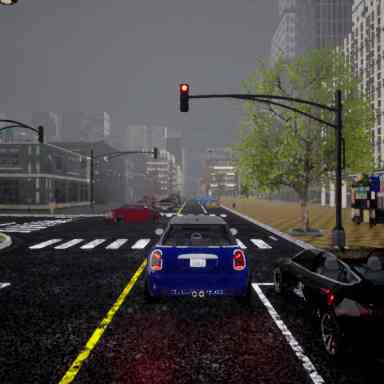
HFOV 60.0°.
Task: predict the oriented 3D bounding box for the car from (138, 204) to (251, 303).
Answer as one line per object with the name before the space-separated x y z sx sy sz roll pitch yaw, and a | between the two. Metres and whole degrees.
car | 0.111 1.352 8.372 2.097 1.767 4.553 0 0 0

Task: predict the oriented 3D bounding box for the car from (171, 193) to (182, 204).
car | -2.992 1.226 59.008 2.150 2.045 5.566 0 0 1

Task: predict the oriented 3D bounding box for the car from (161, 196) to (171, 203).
car | -5.592 1.532 71.327 1.752 1.417 4.829 0 0 0

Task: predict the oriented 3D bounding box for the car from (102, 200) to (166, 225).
car | -4.413 1.568 24.495 4.181 1.385 1.994 0 0 -35

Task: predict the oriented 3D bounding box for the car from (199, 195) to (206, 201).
car | 2.812 1.534 88.311 1.752 1.417 4.829 0 0 0

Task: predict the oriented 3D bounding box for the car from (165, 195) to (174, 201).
car | -5.577 1.559 82.599 2.008 1.369 4.403 0 0 0

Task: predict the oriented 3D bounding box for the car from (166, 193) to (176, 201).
car | -5.568 1.324 88.150 2.192 1.841 5.009 0 0 0

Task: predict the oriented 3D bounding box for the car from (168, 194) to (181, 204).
car | -3.033 1.481 48.511 1.882 1.535 5.008 0 0 0

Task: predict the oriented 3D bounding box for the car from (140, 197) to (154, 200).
car | -5.636 1.584 38.191 1.802 1.307 4.206 0 0 0

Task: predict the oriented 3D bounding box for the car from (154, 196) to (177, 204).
car | -3.041 1.528 38.477 1.812 1.442 4.674 0 0 -2

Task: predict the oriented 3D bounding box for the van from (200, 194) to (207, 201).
van | 2.805 1.349 82.590 1.690 1.788 3.998 0 0 0

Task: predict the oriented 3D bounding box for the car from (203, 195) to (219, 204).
car | 2.752 1.528 43.903 1.752 1.417 4.829 0 0 0

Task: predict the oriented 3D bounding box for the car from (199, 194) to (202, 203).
car | 2.774 1.556 60.386 2.008 1.369 4.403 0 0 0

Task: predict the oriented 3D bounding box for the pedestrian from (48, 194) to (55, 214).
pedestrian | -12.710 1.039 30.205 0.375 1.860 0.375 0 -1 -1

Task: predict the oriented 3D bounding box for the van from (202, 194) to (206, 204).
van | 2.760 1.345 49.284 1.690 1.788 3.998 0 0 0

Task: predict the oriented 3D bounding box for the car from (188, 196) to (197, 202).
car | 0.106 1.547 79.206 2.033 1.411 5.357 0 0 0

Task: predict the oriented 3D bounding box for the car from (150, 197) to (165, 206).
car | -5.614 1.555 54.844 2.008 1.369 4.403 0 0 0

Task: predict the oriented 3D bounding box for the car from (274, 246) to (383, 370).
car | 2.701 1.566 5.704 1.947 1.339 4.313 0 0 0

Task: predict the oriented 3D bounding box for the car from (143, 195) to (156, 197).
car | -5.628 1.318 43.742 2.192 1.841 5.009 0 0 0
